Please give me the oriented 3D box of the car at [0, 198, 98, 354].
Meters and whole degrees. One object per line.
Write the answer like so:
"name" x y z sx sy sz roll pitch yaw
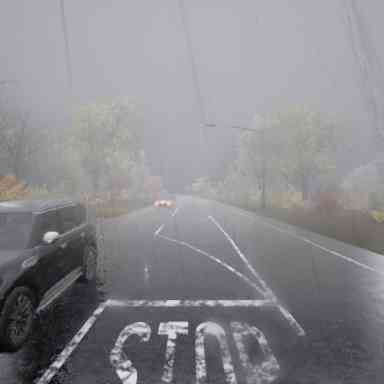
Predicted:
"car" -3.500 1.216 6.491 2.150 2.045 5.566 0 1 0

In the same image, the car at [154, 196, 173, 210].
"car" -3.639 1.365 43.116 2.097 1.767 4.553 0 0 0
